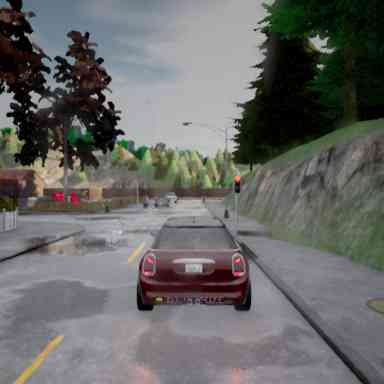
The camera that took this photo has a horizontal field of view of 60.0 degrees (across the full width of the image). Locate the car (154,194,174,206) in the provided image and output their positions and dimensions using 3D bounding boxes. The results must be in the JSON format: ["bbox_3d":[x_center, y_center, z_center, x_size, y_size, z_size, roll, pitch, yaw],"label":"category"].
[{"bbox_3d":[-4.086,1.452,46.064,2.128,1.511,4.902,0,0,0],"label":"car"}]

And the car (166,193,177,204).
[{"bbox_3d":[-4.036,1.169,63.142,2.150,2.045,5.566,0,0,1],"label":"car"}]

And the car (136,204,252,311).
[{"bbox_3d":[0.055,1.345,7.910,2.097,1.767,4.553,0,0,1],"label":"car"}]
